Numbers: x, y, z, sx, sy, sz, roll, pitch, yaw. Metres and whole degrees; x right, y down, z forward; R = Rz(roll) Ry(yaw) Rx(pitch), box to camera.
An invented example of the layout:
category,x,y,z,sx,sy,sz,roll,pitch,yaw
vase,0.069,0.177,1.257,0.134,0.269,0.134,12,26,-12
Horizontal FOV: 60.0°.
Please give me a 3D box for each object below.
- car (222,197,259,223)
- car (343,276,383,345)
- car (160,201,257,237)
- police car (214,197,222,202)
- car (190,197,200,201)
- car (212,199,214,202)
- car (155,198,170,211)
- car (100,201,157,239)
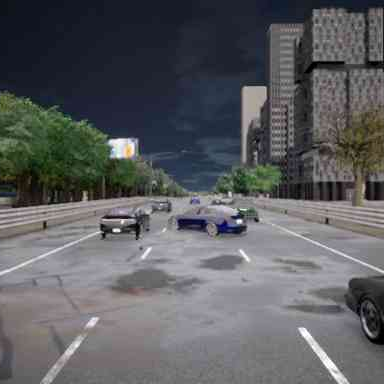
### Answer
category,x,y,z,sx,sy,sz,roll,pitch,yaw
car,3.699,1.291,25.272,2.097,1.767,4.553,0,0,0
car,3.526,1.542,3.302,2.033,1.411,5.357,0,0,0
car,0.740,1.462,17.839,2.163,1.488,4.792,0,0,-41
police car,3.788,1.340,36.409,1.930,1.638,5.238,0,0,0
car,0.547,1.582,61.237,1.812,1.442,4.674,0,-1,1
car,3.885,1.438,47.329,2.163,1.488,4.792,0,0,1
car,-3.121,1.407,35.191,2.128,1.511,4.902,0,0,0
car,-3.270,1.452,16.962,2.128,1.511,4.902,0,0,0
